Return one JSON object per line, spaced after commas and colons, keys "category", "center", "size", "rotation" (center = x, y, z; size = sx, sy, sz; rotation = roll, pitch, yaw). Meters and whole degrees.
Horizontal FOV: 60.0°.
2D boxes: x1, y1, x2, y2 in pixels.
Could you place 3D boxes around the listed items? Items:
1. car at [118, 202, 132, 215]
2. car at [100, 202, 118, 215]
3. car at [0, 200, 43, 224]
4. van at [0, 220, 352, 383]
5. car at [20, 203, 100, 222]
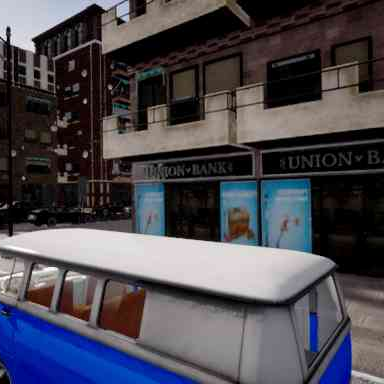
{"category": "car", "center": [-5.327, 1.690, 36.910], "size": [2.128, 1.511, 4.902], "rotation": [-1, -1, 36]}
{"category": "car", "center": [-8.868, 1.797, 36.457], "size": [1.947, 1.339, 4.313], "rotation": [-2, -1, 36]}
{"category": "car", "center": [-13.467, 1.473, 25.759], "size": [2.097, 1.767, 4.553], "rotation": [-1, -1, 36]}
{"category": "van", "center": [-0.578, 1.342, 3.263], "size": [3.998, 1.788, 1.690], "rotation": [0, -1, 35]}
{"category": "car", "center": [-8.744, 1.583, 22.405], "size": [1.947, 1.339, 4.313], "rotation": [-2, -1, 36]}
